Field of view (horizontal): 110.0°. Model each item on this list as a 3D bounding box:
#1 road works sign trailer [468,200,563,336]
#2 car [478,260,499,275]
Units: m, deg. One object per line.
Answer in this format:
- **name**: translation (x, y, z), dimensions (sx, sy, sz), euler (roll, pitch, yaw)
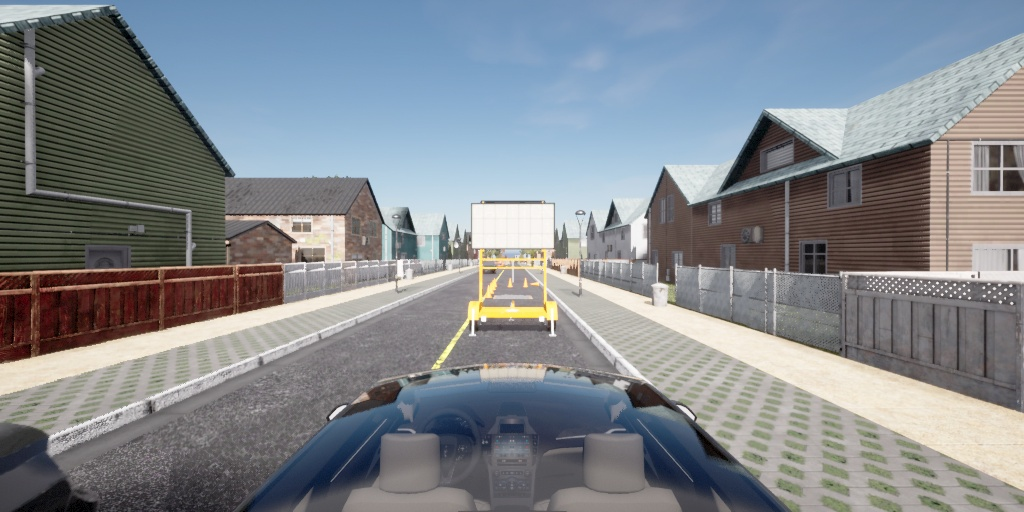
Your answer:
- **road works sign trailer**: translation (0.029, 0.215, 10.350), dimensions (2.380, 3.560, 2.880), euler (0, 0, 1)
- **car**: translation (-2.757, 1.304, 40.474), dimensions (1.882, 1.535, 5.008), euler (0, 0, 0)
